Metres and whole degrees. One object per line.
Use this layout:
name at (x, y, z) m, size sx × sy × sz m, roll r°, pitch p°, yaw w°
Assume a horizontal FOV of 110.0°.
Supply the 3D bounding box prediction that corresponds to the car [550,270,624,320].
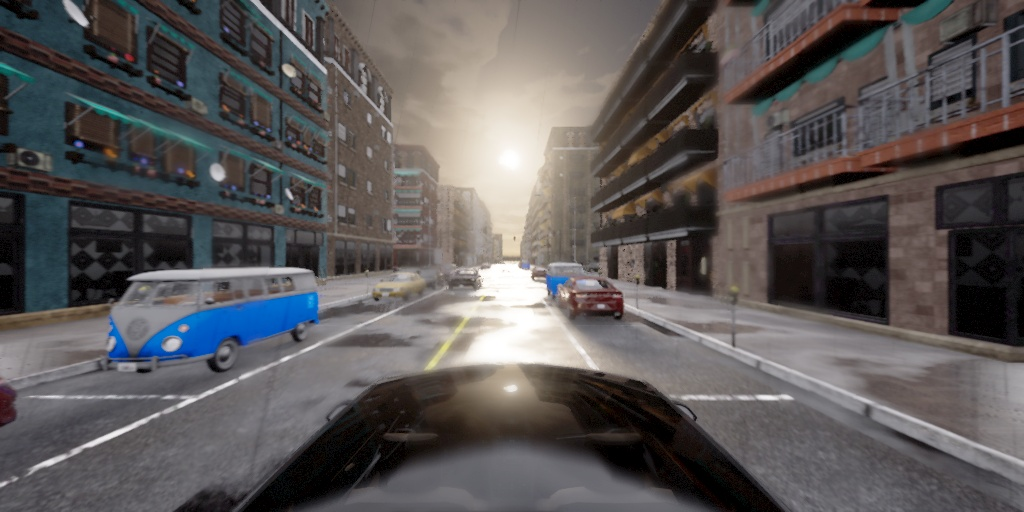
car at (2.688, 1.400, 13.036) m, size 1.888 × 1.381 × 4.507 m, roll 0°, pitch 0°, yaw 0°

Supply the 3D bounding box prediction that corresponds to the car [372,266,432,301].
car at (-5.693, 1.436, 18.552) m, size 1.751 × 1.417 × 4.829 m, roll 0°, pitch 0°, yaw 0°

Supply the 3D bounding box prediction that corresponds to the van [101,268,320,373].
van at (-5.692, 1.144, 7.400) m, size 1.690 × 1.789 × 3.998 m, roll 0°, pitch 0°, yaw 0°

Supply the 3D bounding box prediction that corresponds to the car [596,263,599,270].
car at (14.704, 1.999, 50.799) m, size 4.507 × 1.381 × 1.888 m, roll 0°, pitch 0°, yaw 0°

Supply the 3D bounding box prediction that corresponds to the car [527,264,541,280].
car at (2.792, 1.665, 35.676) m, size 1.802 × 1.307 × 4.207 m, roll 0°, pitch 0°, yaw 0°

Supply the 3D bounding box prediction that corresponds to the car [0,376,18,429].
car at (-5.691, 1.333, 1.738) m, size 1.802 × 1.307 × 4.207 m, roll 0°, pitch 0°, yaw 0°

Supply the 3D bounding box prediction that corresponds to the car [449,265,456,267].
car at (-5.738, 1.484, 31.894) m, size 1.967 × 1.591 × 4.097 m, roll 0°, pitch 0°, yaw 0°

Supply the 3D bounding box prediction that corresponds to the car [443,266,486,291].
car at (-3.101, 1.566, 24.288) m, size 1.895 × 1.301 × 4.718 m, roll 0°, pitch -1°, yaw 0°

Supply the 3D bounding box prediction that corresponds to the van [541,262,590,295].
van at (2.687, 1.250, 18.697) m, size 1.690 × 1.789 × 3.998 m, roll 0°, pitch 0°, yaw 0°

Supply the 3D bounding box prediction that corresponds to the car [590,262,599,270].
car at (13.387, 1.720, 53.501) m, size 4.553 × 1.767 × 2.097 m, roll 1°, pitch 0°, yaw 0°

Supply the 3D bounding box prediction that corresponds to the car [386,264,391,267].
car at (-17.749, 1.720, 50.858) m, size 4.207 × 1.307 × 1.802 m, roll 0°, pitch 0°, yaw 0°

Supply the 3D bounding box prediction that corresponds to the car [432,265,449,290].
car at (-5.694, 1.532, 24.383) m, size 1.948 × 1.339 × 4.313 m, roll 0°, pitch 0°, yaw 0°
